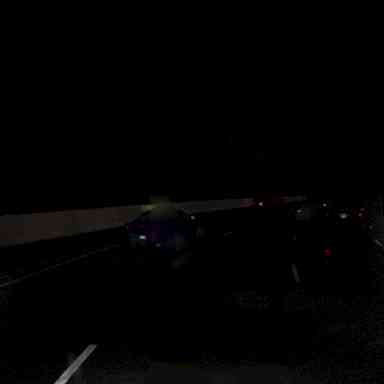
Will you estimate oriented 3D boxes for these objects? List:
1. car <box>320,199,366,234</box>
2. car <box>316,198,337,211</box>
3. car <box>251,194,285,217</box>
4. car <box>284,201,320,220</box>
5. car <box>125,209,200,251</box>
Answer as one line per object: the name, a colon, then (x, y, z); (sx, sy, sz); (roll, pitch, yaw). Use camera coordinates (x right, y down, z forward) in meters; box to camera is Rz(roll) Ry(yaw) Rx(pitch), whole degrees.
car: (8.978, 1.342, 19.573); (2.097, 1.767, 4.553); (0, 0, 26)
car: (16.874, 1.543, 41.620); (1.994, 1.385, 4.181); (0, 0, 29)
car: (7.397, 1.201, 31.765); (2.150, 2.045, 5.566); (0, -1, 29)
car: (9.519, 1.550, 28.216); (1.994, 1.385, 4.181); (0, 0, 28)
car: (-1.057, 1.470, 14.238); (1.882, 1.535, 5.008); (0, 0, 16)
